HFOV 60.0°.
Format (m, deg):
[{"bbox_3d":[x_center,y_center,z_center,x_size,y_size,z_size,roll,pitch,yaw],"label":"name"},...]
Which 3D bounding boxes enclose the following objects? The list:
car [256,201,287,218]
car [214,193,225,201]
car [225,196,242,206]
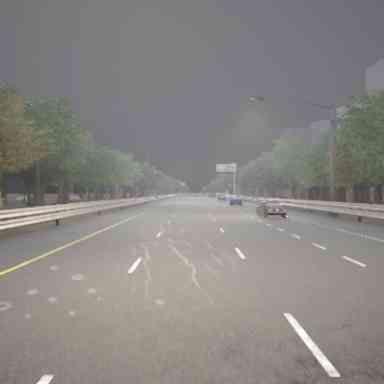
[{"bbox_3d":[7.055,1.556,29.971,2.033,1.411,5.357,0,0,0],"label":"car"},{"bbox_3d":[7.402,1.399,83.651,2.097,1.767,4.553,0,0,1],"label":"car"},{"bbox_3d":[7.182,1.523,55.534,1.882,1.535,5.008,0,0,0],"label":"car"}]
